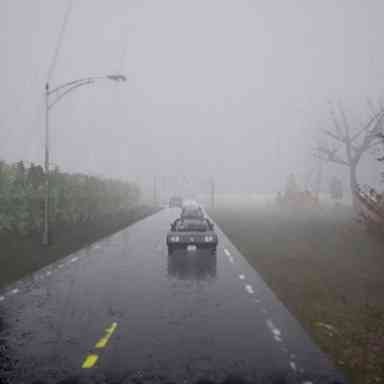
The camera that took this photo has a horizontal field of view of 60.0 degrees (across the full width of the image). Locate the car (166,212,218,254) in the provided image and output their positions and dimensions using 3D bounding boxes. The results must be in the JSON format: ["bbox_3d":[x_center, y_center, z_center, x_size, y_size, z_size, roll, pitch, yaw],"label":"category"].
[{"bbox_3d":[0.005,1.738,14.129,1.895,1.301,4.718,0,-1,0],"label":"car"}]

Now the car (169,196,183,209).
[{"bbox_3d":[-2.743,1.792,57.730,2.150,2.045,5.566,0,-1,0],"label":"car"}]

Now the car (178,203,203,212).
[{"bbox_3d":[0.006,1.887,29.131,1.895,1.301,4.718,0,-1,0],"label":"car"}]
